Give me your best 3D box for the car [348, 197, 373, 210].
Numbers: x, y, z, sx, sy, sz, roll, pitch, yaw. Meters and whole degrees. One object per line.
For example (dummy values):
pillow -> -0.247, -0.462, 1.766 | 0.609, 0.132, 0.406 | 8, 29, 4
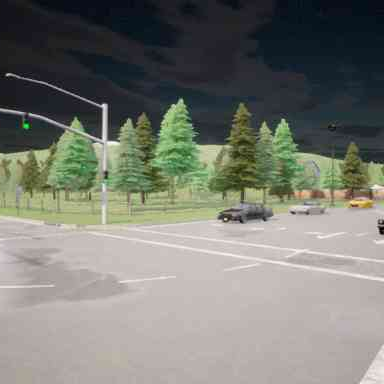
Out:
car -> 22.374, 1.478, 44.096 | 1.882, 1.535, 5.008 | 0, 1, 44

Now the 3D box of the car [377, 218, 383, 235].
car -> 11.628, 1.601, 17.977 | 1.895, 1.301, 4.718 | 0, 0, 44

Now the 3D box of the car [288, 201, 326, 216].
car -> 11.413, 1.601, 32.832 | 1.895, 1.301, 4.718 | 0, 0, 44

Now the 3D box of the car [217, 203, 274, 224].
car -> 4.227, 1.547, 25.432 | 2.033, 1.411, 5.357 | 0, 0, 44
